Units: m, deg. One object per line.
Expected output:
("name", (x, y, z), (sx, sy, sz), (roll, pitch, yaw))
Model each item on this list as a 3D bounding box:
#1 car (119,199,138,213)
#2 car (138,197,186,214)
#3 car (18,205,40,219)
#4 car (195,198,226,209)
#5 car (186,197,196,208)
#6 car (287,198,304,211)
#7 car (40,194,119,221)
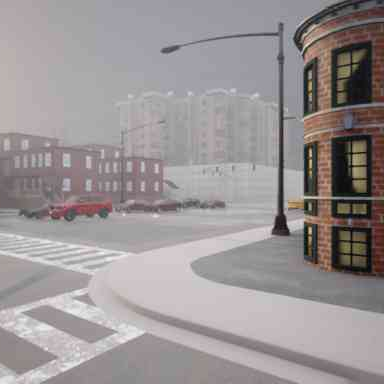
("car", (-6.483, 1.512, 37.227), (1.812, 1.442, 4.674), (0, 0, 35))
("car", (-3.127, 1.465, 35.917), (1.882, 1.535, 5.008), (0, 0, 35))
("car", (-12.212, 1.533, 29.235), (2.033, 1.411, 5.357), (0, 0, 36))
("car", (2.758, 1.551, 44.110), (1.994, 1.385, 4.181), (0, 0, 36))
("car", (-0.706, 1.478, 45.289), (2.128, 1.511, 4.902), (0, 0, 36))
("car", (13.160, 1.471, 40.312), (1.882, 1.535, 5.008), (0, 0, 36))
("car", (-9.131, 1.209, 27.523), (2.150, 2.045, 5.566), (0, 0, 36))
